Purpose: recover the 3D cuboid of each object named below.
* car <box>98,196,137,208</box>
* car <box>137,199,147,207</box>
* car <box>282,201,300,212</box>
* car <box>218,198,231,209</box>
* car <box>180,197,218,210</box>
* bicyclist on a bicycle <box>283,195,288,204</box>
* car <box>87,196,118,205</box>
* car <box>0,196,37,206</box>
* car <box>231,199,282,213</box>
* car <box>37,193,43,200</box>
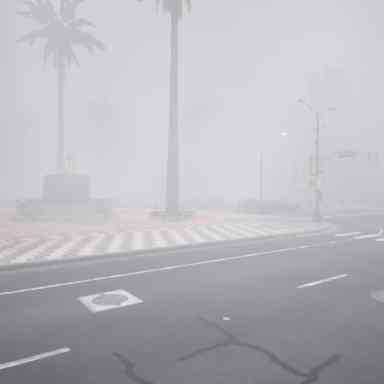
[{"bbox_3d":[-11.147,1.547,48.050,5.357,1.411,2.033,0,0,10],"label":"car"},{"bbox_3d":[-9.098,1.562,51.106,4.181,1.385,1.994,0,0,13],"label":"car"},{"bbox_3d":[9.974,1.601,38.462,1.895,1.301,4.718,0,0,-39],"label":"car"},{"bbox_3d":[3.428,1.504,45.097,4.892,1.490,1.837,0,0,36],"label":"car"},{"bbox_3d":[0.567,1.526,42.941,4.674,1.442,1.812,0,0,34],"label":"car"},{"bbox_3d":[15.278,1.301,54.491,0.582,1.620,1.656,0,0,42],"label":"bicyclist on a bicycle"},{"bbox_3d":[-15.835,1.492,59.127,4.902,1.511,2.128,0,0,2],"label":"car"},{"bbox_3d":[-28.646,1.505,54.335,4.892,1.490,1.837,0,0,-14],"label":"car"},{"bbox_3d":[7.033,1.505,36.528,1.837,1.490,4.892,0,0,-39],"label":"car"},{"bbox_3d":[-26.043,1.221,58.561,5.566,2.045,2.150,0,0,-10],"label":"car"}]
